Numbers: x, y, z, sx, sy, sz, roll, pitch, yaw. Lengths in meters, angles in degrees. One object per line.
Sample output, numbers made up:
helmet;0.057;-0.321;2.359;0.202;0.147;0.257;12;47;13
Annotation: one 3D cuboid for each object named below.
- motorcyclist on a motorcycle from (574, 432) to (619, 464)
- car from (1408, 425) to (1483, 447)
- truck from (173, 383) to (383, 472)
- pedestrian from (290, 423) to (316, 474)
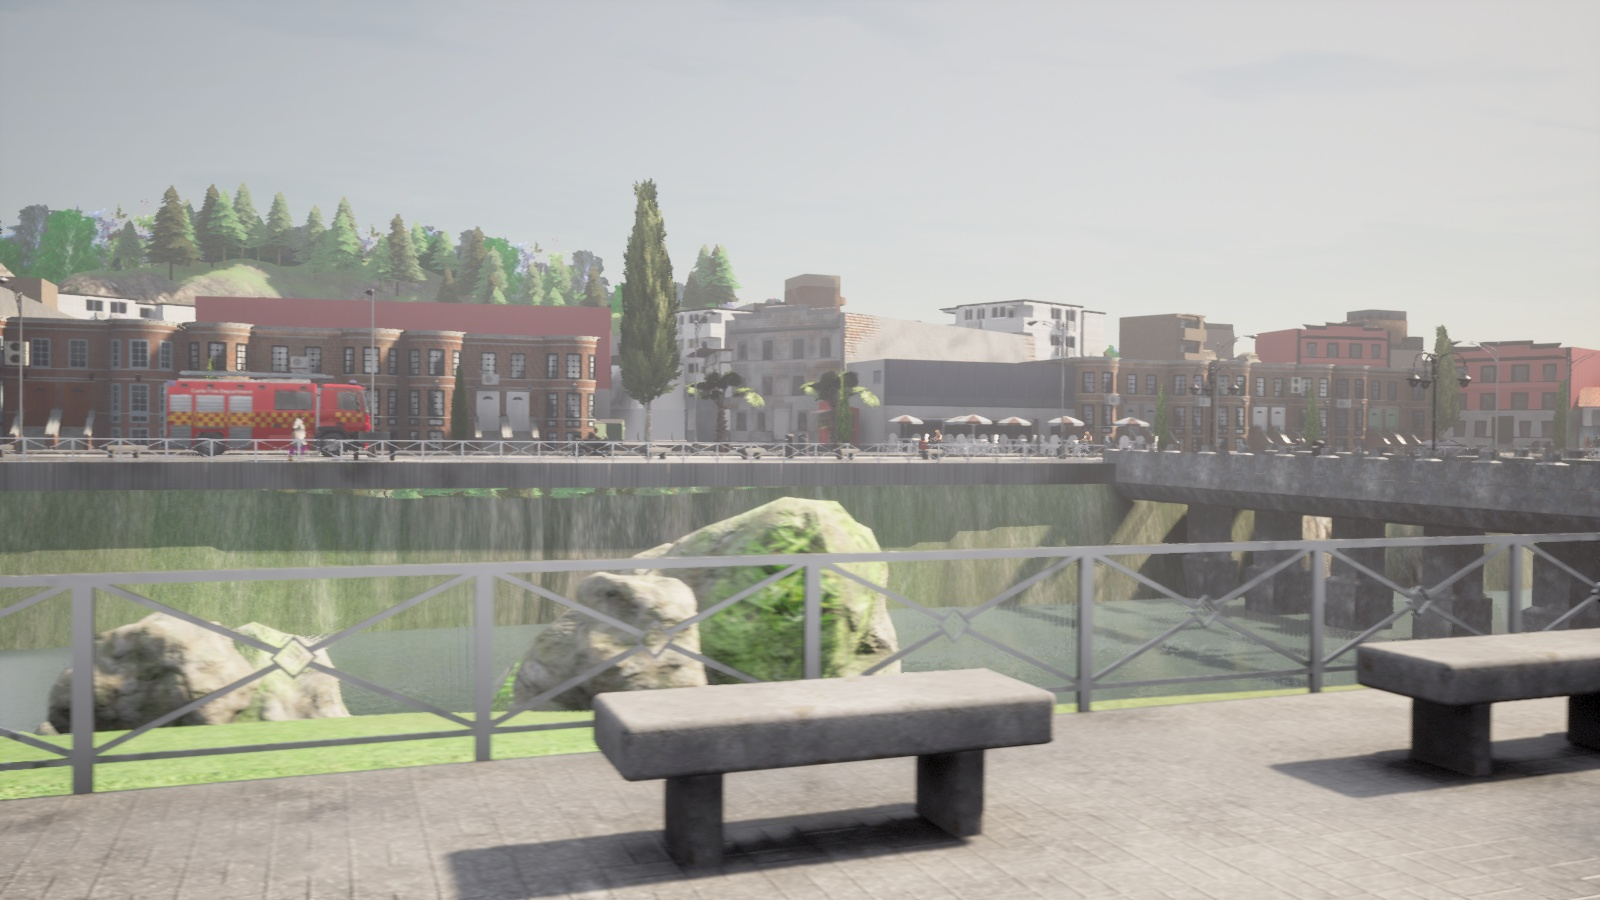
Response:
motorcyclist on a motorcycle;-10.002;-0.115;61.659;2.044;1.523;0.797;-1;1;-21
car;41.801;-0.914;81.343;4.181;1.385;1.994;-1;1;-21
truck;-23.352;-1.035;56.572;8.468;3.827;2.891;-1;1;-21
pedestrian;-19.342;-0.078;48.842;0.873;1.952;0.659;-1;1;-19
